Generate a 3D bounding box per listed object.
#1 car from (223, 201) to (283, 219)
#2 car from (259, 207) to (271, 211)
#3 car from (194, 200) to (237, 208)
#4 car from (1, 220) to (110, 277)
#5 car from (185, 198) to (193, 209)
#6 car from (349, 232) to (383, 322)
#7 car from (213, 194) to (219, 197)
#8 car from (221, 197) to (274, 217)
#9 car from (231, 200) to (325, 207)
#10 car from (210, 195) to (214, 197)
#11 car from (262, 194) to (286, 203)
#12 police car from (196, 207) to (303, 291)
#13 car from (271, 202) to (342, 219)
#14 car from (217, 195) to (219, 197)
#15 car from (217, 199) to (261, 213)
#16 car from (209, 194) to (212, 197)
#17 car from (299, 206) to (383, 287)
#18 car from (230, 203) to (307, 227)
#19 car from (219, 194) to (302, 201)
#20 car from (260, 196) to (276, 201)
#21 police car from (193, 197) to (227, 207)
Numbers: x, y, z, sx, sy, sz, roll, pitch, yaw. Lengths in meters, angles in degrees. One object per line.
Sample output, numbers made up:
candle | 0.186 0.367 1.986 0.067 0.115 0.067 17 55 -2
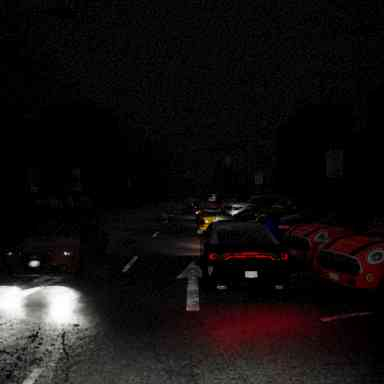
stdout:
car | 5.377 1.552 29.340 4.792 1.488 2.163 1 0 -20
car | 5.339 1.534 14.345 4.674 1.452 2.002 1 0 -20
car | 1.207 1.471 19.250 1.801 1.575 5.366 0 0 0
car | -3.871 1.568 10.154 1.994 1.385 4.181 0 0 0
car | 0.100 1.574 47.140 1.882 1.535 5.008 0 0 1
car | 5.286 1.516 5.328 4.792 1.488 2.163 1 0 -20
car | 5.478 1.436 41.372 4.553 1.767 2.185 1 0 -20
car | 5.383 1.405 32.354 4.553 1.767 2.185 1 0 -20
car | 5.192 1.497 20.281 5.366 1.575 1.946 1 0 -20
car | 5.444 1.572 44.375 5.008 1.535 2.097 1 0 -20
car | 18.467 1.445 75.390 2.435 2.045 5.566 0 0 -21
police car | 1.177 1.428 9.170 1.930 1.638 5.238 0 0 0
car | 5.365 1.366 11.349 4.553 1.767 2.185 1 0 -20
car | 5.394 1.415 35.356 4.553 1.767 2.185 1 0 -20
car | 5.436 1.591 38.363 4.674 1.452 2.002 1 0 -20
car | 5.483 1.376 59.413 5.566 2.045 2.435 1 0 -20
car | 5.355 1.363 8.348 4.553 1.767 2.185 1 0 -20
car | 5.350 1.538 23.338 4.792 1.488 2.163 1 0 -20
car | 5.368 1.264 26.340 5.566 2.045 2.435 1 0 -20
car | 21.086 1.794 92.446 2.163 1.488 4.792 0 -1 -21
police car | 1.227 1.453 25.170 1.930 1.638 5.238 0 0 0
